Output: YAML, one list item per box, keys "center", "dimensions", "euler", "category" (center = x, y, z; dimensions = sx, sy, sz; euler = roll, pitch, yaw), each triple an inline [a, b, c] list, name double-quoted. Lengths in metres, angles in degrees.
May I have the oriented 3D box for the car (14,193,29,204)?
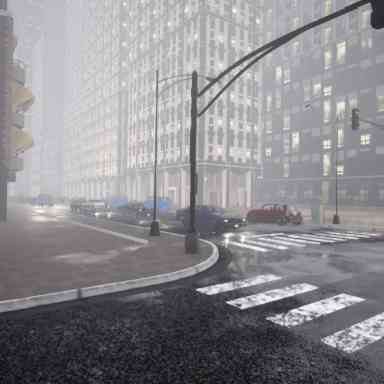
- center: [-30.349, 1.155, 60.608]
  dimensions: [2.192, 1.841, 5.009]
  euler: [1, -1, -35]
  category: "car"

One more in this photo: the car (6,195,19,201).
- center: [-40.118, 1.378, 74.454]
  dimensions: [2.008, 1.369, 4.403]
  euler: [1, -1, -35]
  category: "car"

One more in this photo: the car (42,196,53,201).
- center: [-36.528, 1.571, 83.898]
  dimensions: [1.802, 1.307, 4.206]
  euler: [1, -1, -35]
  category: "car"

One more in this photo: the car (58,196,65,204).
- center: [-24.083, 1.434, 61.759]
  dimensions: [1.882, 1.535, 5.008]
  euler: [1, -1, -35]
  category: "car"

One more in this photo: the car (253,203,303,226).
- center: [5.795, 1.505, 23.889]
  dimensions: [1.967, 1.590, 4.097]
  euler: [1, -1, -35]
  category: "car"

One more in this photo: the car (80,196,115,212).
- center: [-10.720, 1.449, 37.274]
  dimensions: [1.812, 1.442, 4.674]
  euler: [1, -1, -35]
  category: "car"

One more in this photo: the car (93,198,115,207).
- center: [-13.740, 1.587, 51.585]
  dimensions: [1.947, 1.339, 4.313]
  euler: [1, -1, -35]
  category: "car"

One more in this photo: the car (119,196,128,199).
- center: [-7.229, 1.585, 42.353]
  dimensions: [2.008, 1.369, 4.403]
  euler: [1, -1, -35]
  category: "car"

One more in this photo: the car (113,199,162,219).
- center: [-4.793, 1.537, 28.856]
  dimensions: [1.895, 1.301, 4.718]
  euler: [1, -1, -35]
  category: "car"

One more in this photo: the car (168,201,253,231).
- center: [0.954, 1.498, 20.709]
  dimensions: [2.033, 1.411, 5.357]
  euler: [1, -1, -36]
  category: "car"

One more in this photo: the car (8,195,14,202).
- center: [-36.864, 1.397, 69.838]
  dimensions: [1.947, 1.339, 4.313]
  euler: [1, -1, -35]
  category: "car"

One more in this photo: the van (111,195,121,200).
- center: [-10.480, 1.368, 46.972]
  dimensions: [1.690, 1.788, 3.998]
  euler: [1, -1, -35]
  category: "van"

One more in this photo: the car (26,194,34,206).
- center: [-23.843, 1.432, 51.373]
  dimensions: [1.802, 1.307, 4.206]
  euler: [1, -1, -35]
  category: "car"

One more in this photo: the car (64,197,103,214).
- center: [-10.821, 1.427, 32.908]
  dimensions: [2.008, 1.369, 4.403]
  euler: [1, -1, -35]
  category: "car"

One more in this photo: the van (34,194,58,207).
- center: [-20.583, 1.197, 46.759]
  dimensions: [1.690, 1.788, 3.998]
  euler: [1, -1, -35]
  category: "van"

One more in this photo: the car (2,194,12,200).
- center: [-46.534, 1.366, 83.550]
  dimensions: [1.752, 1.417, 4.829]
  euler: [1, -1, -35]
  category: "car"

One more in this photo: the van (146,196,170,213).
- center: [-3.970, 1.382, 37.739]
  dimensions: [1.690, 1.788, 3.998]
  euler: [1, -1, -35]
  category: "van"
